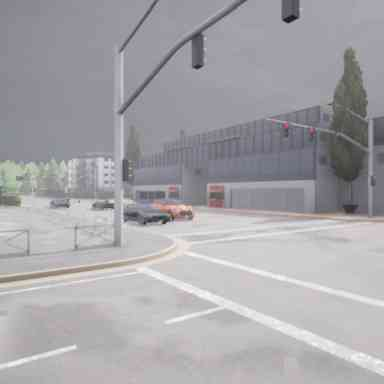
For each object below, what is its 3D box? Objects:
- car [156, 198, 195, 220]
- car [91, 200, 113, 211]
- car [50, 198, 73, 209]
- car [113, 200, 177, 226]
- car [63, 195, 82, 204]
[{"bbox_3d":[-1.691,1.333,27.341,2.097,1.767,4.553,0,0,-34],"label":"car"},{"bbox_3d":[-10.763,1.581,40.794,1.895,1.301,4.718,0,0,-34],"label":"car"},{"bbox_3d":[-18.140,1.532,45.541,2.033,1.411,5.357,0,0,-33],"label":"car"},{"bbox_3d":[-3.540,1.533,23.841,2.033,1.411,5.357,0,0,-34],"label":"car"},{"bbox_3d":[-19.312,1.189,53.681,1.895,1.301,4.718,0,0,-34],"label":"car"}]
